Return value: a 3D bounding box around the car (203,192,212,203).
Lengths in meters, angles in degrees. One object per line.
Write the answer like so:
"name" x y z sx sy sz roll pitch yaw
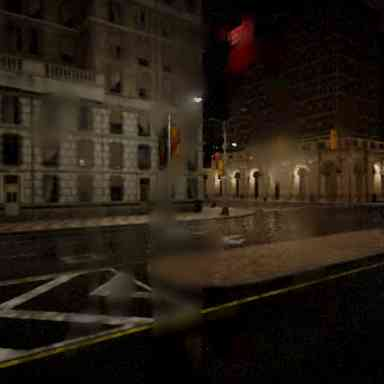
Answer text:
"car" 1.028 0.885 56.135 2.150 2.045 5.566 -1 0 -34
